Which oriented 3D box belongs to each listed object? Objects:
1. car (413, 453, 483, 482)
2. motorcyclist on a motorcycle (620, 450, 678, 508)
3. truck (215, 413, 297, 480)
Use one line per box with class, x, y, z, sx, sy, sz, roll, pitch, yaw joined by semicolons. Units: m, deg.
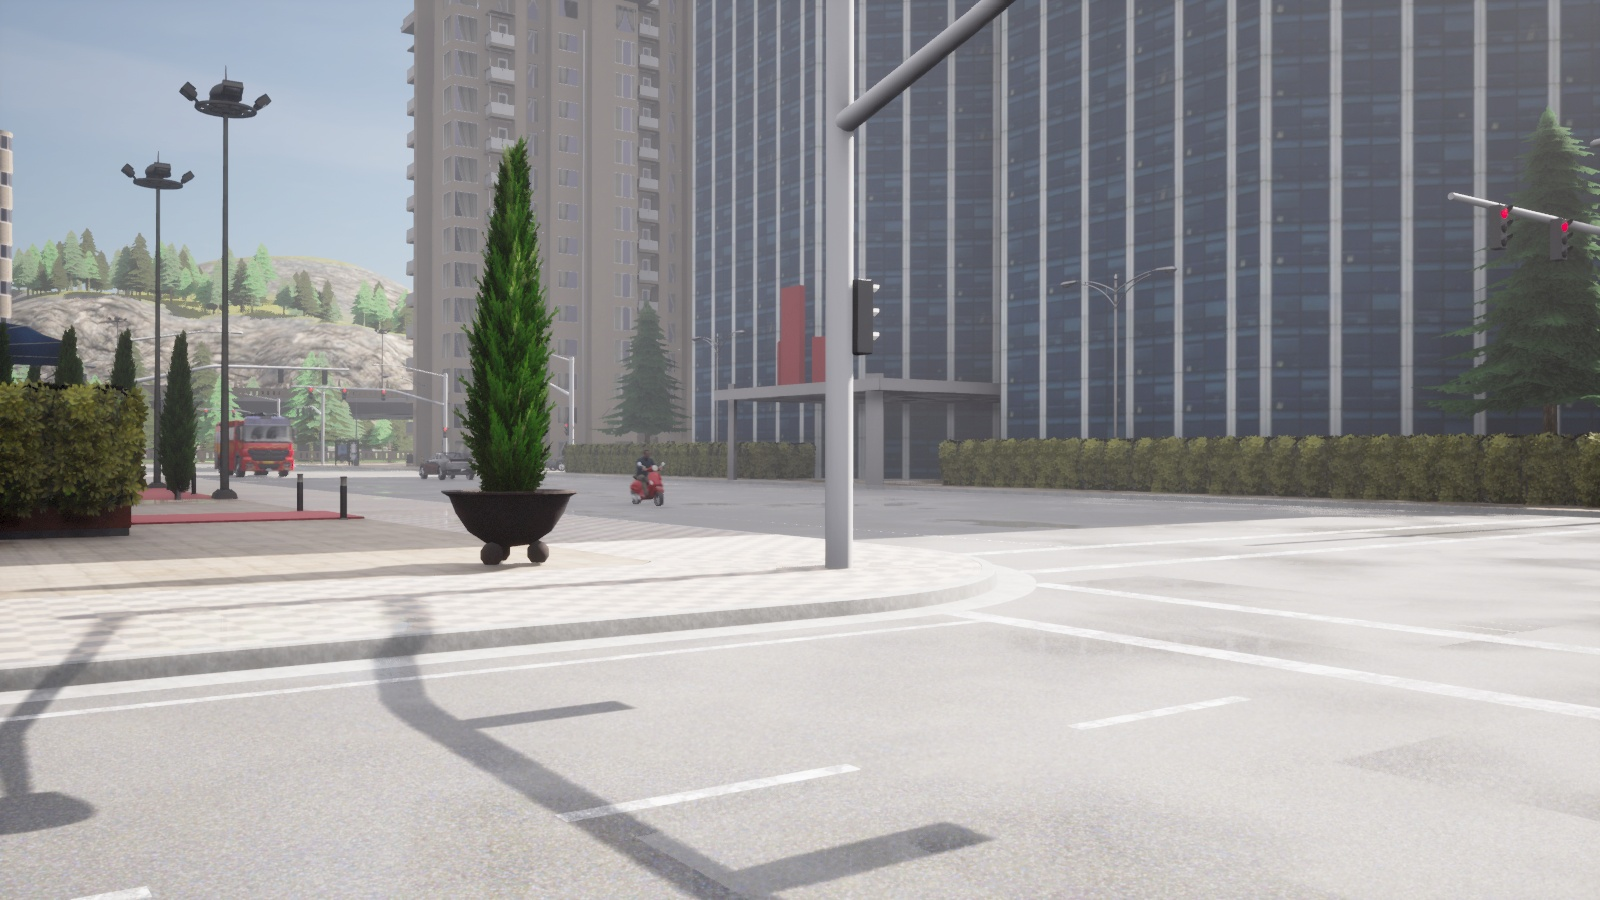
car;-19.264;0.910;68.567;2.128;1.511;4.902;0;0;-35
motorcyclist on a motorcycle;-4.238;0.793;35.146;0.866;1.590;1.817;0;0;-35
truck;-32.948;-0.164;75.815;2.891;3.827;8.468;0;0;-35
